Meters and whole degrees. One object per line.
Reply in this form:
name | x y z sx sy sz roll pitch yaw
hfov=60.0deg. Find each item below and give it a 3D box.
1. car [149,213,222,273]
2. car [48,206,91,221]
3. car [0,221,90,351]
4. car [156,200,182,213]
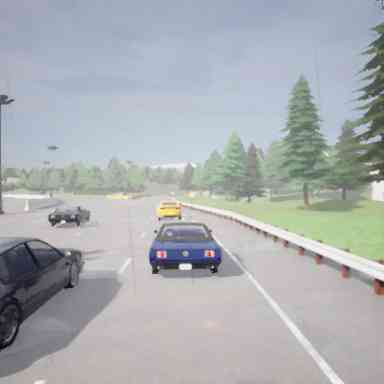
car | -0.278 1.591 10.593 1.895 1.301 4.718 0 0 -3
car | -8.381 1.595 23.208 1.895 1.301 4.718 0 0 -6
car | -3.570 1.548 6.090 2.033 1.411 5.357 0 0 -2
car | -2.006 1.454 28.313 1.882 1.535 5.008 0 0 -8
